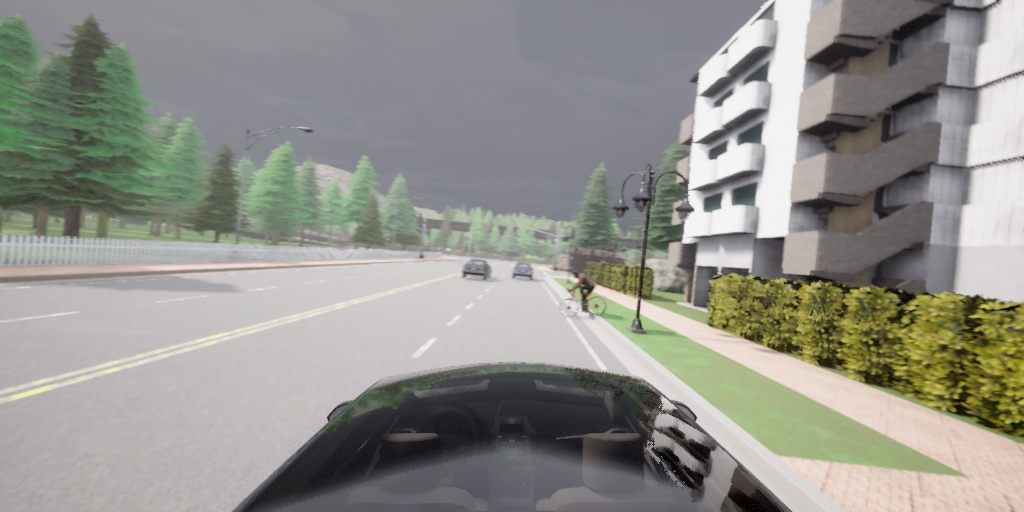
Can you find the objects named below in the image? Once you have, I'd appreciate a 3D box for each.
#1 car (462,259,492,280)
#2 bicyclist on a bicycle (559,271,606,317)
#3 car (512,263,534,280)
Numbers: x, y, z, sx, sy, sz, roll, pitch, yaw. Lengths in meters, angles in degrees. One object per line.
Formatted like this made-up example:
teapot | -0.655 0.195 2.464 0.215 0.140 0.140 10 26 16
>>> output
car | -2.647 0.977 27.877 2.033 1.411 5.357 6 0 2
bicyclist on a bicycle | 2.446 1.333 12.587 1.656 1.620 0.582 -3 0 2
car | 0.977 1.327 32.247 2.033 1.411 5.357 6 0 2
